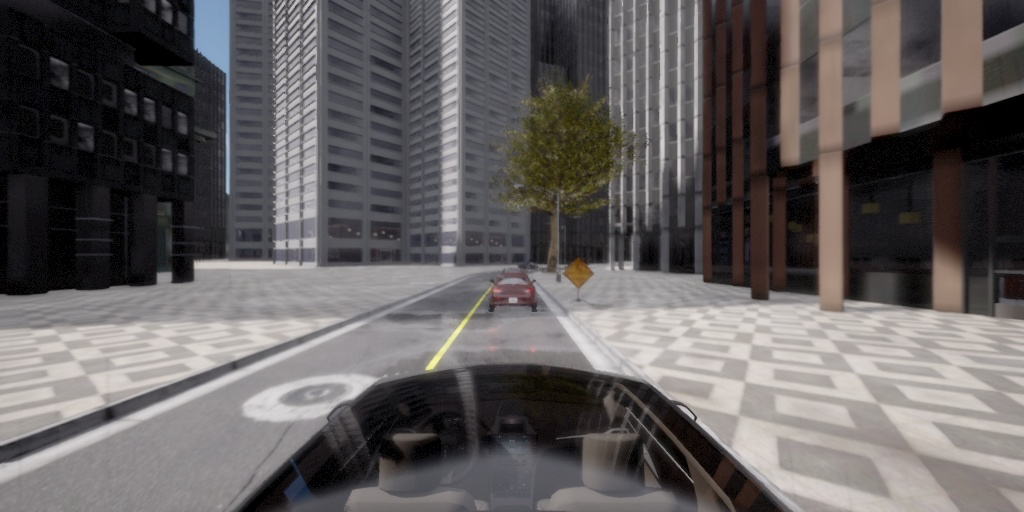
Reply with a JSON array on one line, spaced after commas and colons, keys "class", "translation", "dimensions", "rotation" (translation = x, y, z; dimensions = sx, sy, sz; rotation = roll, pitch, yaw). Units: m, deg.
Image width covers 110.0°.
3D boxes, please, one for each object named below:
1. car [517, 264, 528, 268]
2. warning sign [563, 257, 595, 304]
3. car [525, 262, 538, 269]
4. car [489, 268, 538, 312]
[{"class": "car", "translation": [0.048, 1.572, 28.547], "dimensions": [1.895, 1.301, 4.718], "rotation": [0, 0, 1]}, {"class": "warning sign", "translation": [2.721, 0.986, 14.706], "dimensions": [1.300, 1.860, 1.060], "rotation": [0, 0, 0]}, {"class": "car", "translation": [2.719, 1.675, 60.776], "dimensions": [2.033, 1.411, 5.357], "rotation": [0, 0, 27]}, {"class": "car", "translation": [0.052, 1.397, 14.880], "dimensions": [1.812, 1.442, 4.674], "rotation": [0, 0, 0]}]
